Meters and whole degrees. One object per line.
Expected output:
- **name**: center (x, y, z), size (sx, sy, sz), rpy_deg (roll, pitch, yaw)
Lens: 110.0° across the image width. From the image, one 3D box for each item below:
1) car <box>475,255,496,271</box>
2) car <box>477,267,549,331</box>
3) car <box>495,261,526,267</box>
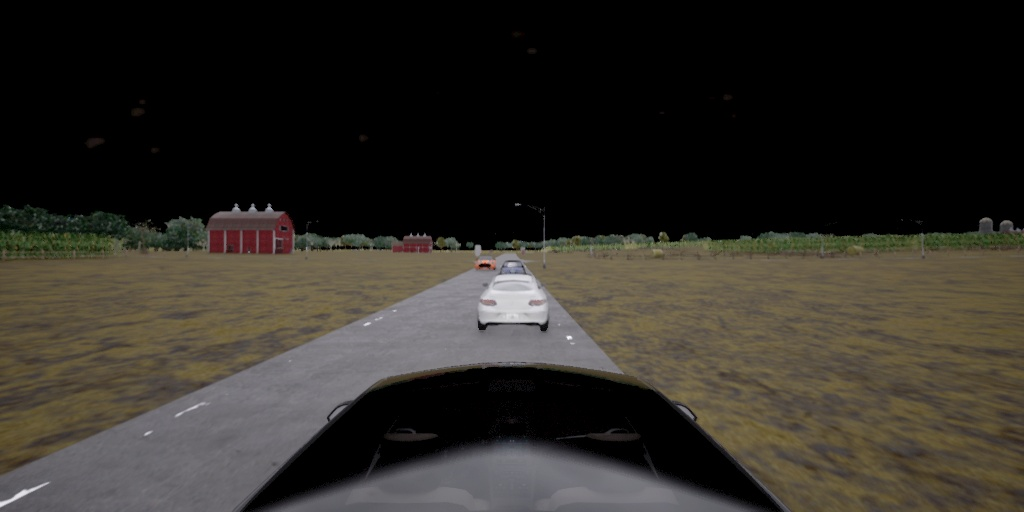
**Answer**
- **car**: center (-2.839, 0.683, 39.471), size (2.097, 1.767, 4.553), rpy_deg (0, 1, 0)
- **car**: center (0.058, 1.221, 10.617), size (1.812, 1.442, 4.674), rpy_deg (0, 1, 1)
- **car**: center (0.068, 1.042, 27.041), size (2.033, 1.411, 5.357), rpy_deg (0, 1, 0)
